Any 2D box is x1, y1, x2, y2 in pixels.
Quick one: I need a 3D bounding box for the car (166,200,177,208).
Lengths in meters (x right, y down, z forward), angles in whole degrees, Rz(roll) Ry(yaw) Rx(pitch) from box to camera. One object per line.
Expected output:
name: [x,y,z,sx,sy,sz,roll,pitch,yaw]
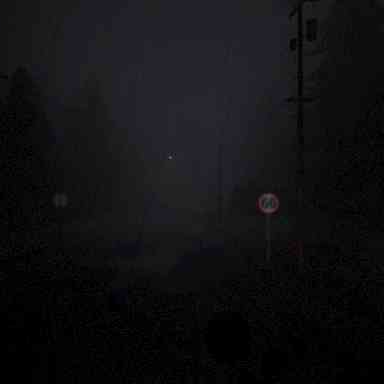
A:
car: [-3.954,2.257,64.672,2.033,1.411,5.357,0,-1,0]
